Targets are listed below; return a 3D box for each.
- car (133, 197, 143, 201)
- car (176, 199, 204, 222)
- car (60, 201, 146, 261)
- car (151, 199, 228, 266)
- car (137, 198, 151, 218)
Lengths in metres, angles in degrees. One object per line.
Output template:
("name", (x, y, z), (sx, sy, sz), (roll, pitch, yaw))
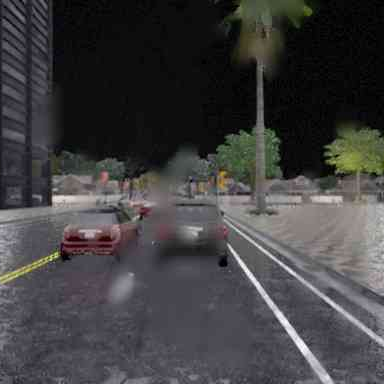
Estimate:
("car", (-7.192, 1.552, 45.200), (2.097, 1.767, 4.553), (0, 0, -1))
("car", (-0.168, 1.465, 27.741), (2.097, 1.767, 4.553), (0, 0, -1))
("car", (-3.239, 1.400, 12.677), (2.097, 1.767, 4.553), (0, 0, 0))
("car", (0.015, 1.268, 11.881), (2.150, 2.045, 5.566), (0, 0, 0))
("car", (-3.442, 1.600, 29.583), (1.882, 1.535, 5.008), (0, 0, -1))
